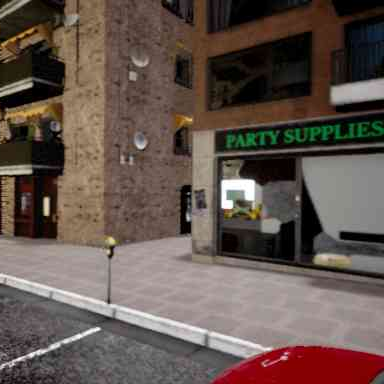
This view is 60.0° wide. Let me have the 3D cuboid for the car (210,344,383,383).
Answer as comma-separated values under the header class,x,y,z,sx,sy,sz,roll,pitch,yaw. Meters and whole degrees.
class,x,y,z,sx,sy,sz,roll,pitch,yaw
car,1.995,1.536,1.433,4.507,1.381,1.887,-1,1,35
